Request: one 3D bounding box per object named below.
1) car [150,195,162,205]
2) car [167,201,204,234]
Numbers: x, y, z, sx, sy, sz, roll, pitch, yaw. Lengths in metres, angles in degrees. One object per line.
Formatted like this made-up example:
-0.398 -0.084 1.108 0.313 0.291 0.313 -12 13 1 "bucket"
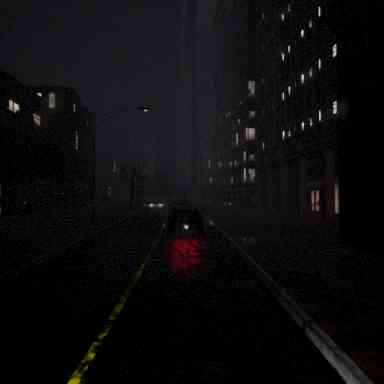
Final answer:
-6.451 1.314 59.756 2.097 1.767 4.553 0 0 -6 "car"
-0.362 1.505 19.279 1.837 1.490 4.892 0 0 -2 "car"
